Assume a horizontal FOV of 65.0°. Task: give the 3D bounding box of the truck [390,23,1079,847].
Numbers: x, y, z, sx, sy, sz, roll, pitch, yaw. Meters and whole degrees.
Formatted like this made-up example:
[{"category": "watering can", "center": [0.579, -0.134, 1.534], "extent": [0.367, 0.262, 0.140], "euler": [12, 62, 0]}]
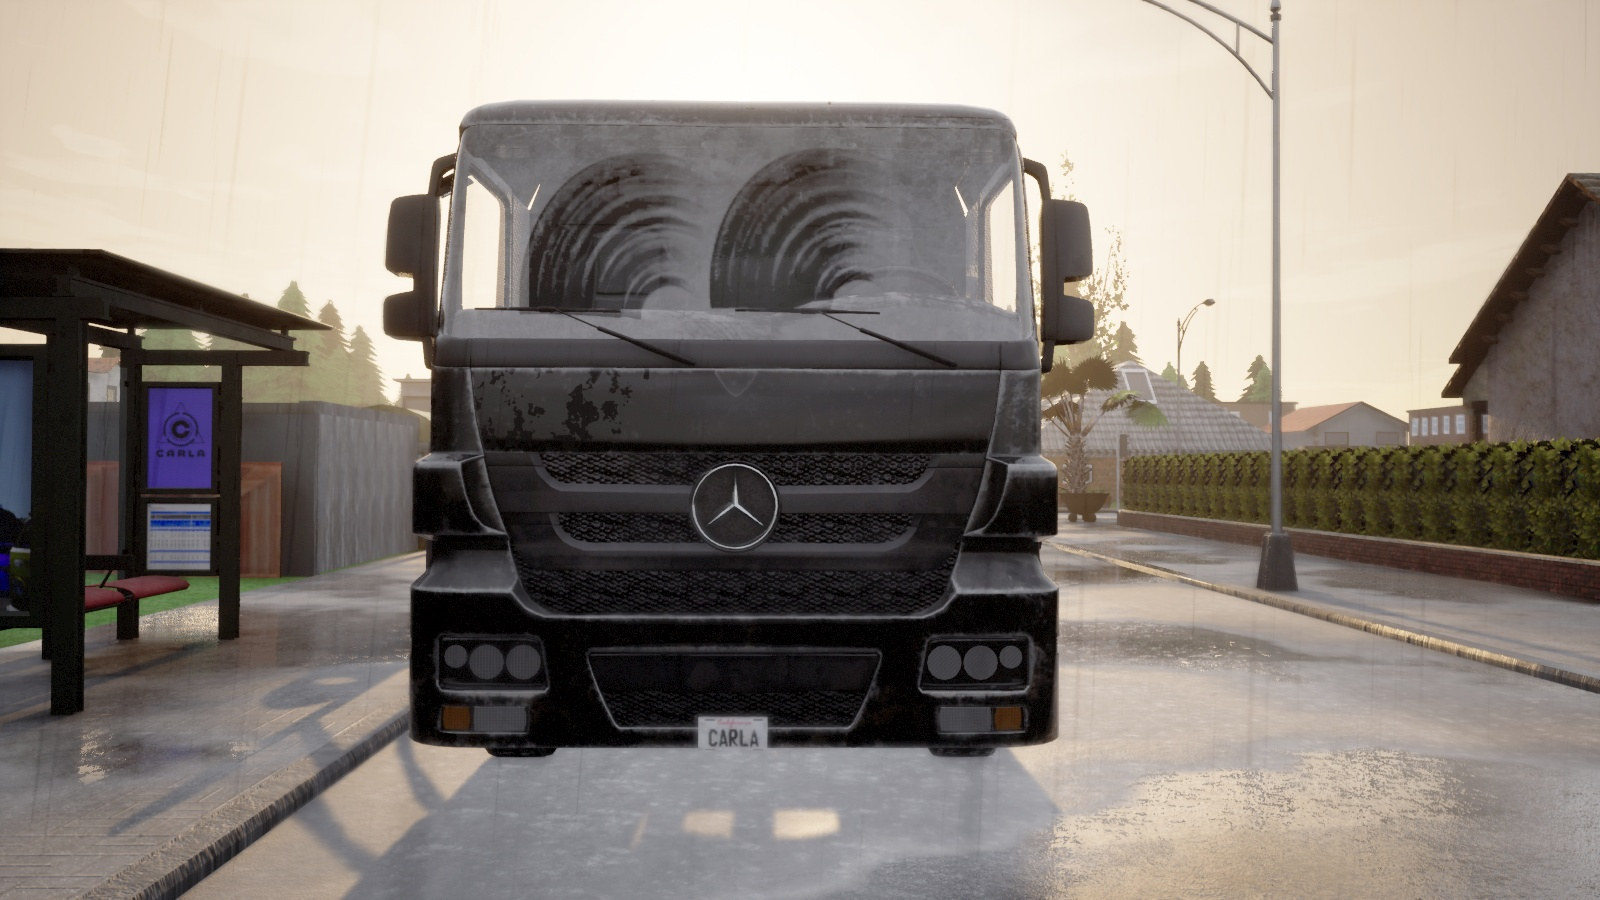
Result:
[{"category": "truck", "center": [-0.345, -0.011, 9.266], "extent": [2.891, 3.462, 7.936], "euler": [0, -1, -1]}]
